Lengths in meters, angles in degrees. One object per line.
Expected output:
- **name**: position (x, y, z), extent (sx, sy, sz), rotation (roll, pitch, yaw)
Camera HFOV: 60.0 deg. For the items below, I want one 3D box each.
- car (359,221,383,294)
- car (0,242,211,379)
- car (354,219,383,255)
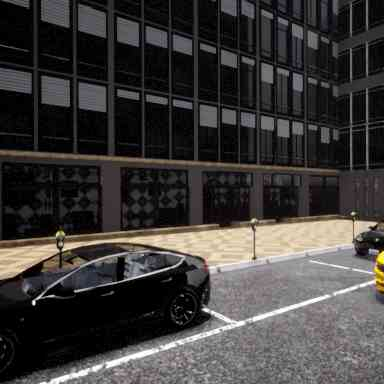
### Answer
- **car**: position (6.099, 1.476, 7.581), extent (5.008, 1.535, 1.882), rotation (0, 0, -35)
- **car**: position (-1.647, 1.566, 5.384), extent (4.313, 1.339, 1.947), rotation (0, 0, -35)
- **car**: position (7.643, 1.564, 11.980), extent (4.313, 1.339, 1.947), rotation (0, 0, -35)
